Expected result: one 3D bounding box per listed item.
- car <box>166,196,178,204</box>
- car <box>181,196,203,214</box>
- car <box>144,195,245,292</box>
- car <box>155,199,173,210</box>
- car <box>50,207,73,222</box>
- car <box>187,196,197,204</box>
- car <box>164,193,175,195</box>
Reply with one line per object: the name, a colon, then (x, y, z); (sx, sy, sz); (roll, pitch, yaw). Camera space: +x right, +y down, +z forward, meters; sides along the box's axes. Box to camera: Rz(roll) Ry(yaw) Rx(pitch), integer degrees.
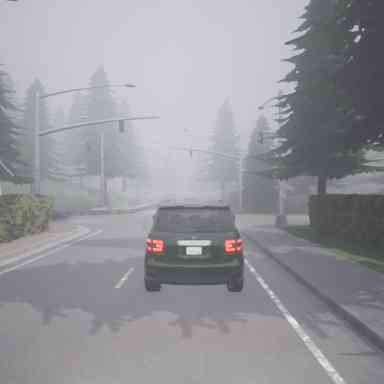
car: (-3.921, 1.505, 64.250); (1.837, 1.490, 4.892); (0, 0, -8)
car: (0.069, 1.349, 35.919); (2.097, 1.767, 4.553); (0, 0, 3)
car: (0.057, 1.221, 9.079); (2.150, 2.045, 5.566); (0, 0, 0)
car: (-3.627, 1.601, 43.912); (1.895, 1.301, 4.718); (0, 0, 0)
car: (-12.093, 1.532, 25.660); (5.357, 1.411, 2.033); (0, 0, 1)
car: (-0.043, 1.525, 62.521); (1.812, 1.442, 4.674); (0, 0, -2)
car: (-3.625, 1.221, 53.821); (2.150, 2.045, 5.566); (0, 0, -1)
